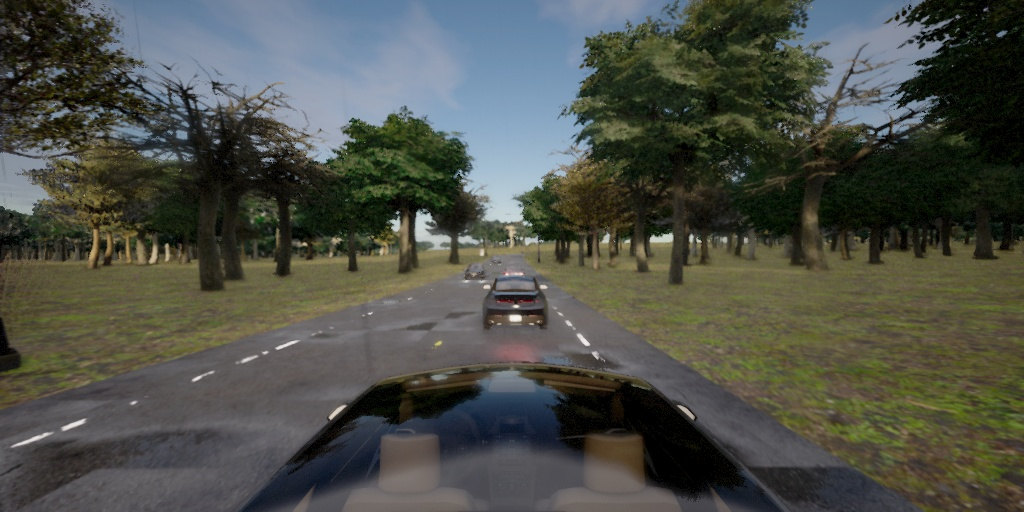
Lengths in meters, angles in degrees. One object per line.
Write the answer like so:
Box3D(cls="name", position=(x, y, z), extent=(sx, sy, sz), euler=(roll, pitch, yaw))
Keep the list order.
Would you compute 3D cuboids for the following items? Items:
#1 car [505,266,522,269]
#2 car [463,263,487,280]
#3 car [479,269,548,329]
Box3D(cls="car", position=(0.159, 1.591, 32.979), extent=(1.895, 1.301, 4.718), euler=(0, 0, 0))
Box3D(cls="car", position=(-3.533, 1.488, 35.004), extent=(1.837, 1.490, 4.892), euler=(0, 0, 0))
Box3D(cls="car", position=(0.104, 1.365, 11.669), extent=(1.837, 1.490, 4.892), euler=(0, 0, 0))
